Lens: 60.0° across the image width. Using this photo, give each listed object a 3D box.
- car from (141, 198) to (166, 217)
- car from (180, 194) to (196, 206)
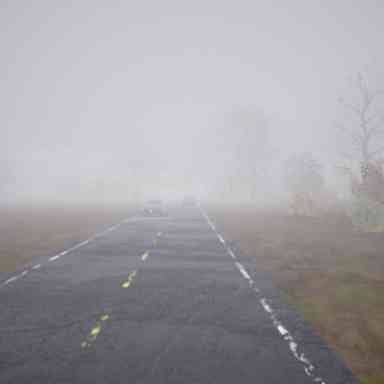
[{"bbox_3d":[-3.416,1.366,30.100,1.837,1.490,4.892,0,0,-1],"label":"car"},{"bbox_3d":[-0.423,1.319,47.973,1.994,1.385,4.181,0,0,-1],"label":"car"}]
